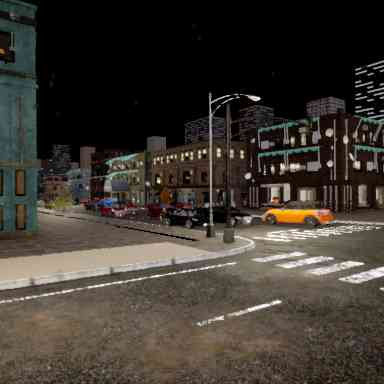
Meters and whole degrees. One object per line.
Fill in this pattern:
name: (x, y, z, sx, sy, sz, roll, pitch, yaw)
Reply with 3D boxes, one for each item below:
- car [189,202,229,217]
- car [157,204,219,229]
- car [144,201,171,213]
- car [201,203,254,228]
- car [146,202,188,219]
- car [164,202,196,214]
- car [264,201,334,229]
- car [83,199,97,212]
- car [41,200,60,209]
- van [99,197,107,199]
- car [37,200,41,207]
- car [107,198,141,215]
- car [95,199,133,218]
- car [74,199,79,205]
car: (1.736, 1.810, 35.496, 2.008, 1.369, 4.403, -2, 0, -35)
car: (-0.381, 1.815, 23.774, 1.947, 1.339, 4.313, -1, 0, -35)
car: (-4.659, 1.967, 44.531, 1.802, 1.307, 4.206, -1, 0, -35)
car: (2.447, 1.735, 24.495, 1.812, 1.442, 4.674, -1, 0, -37)
car: (-2.663, 1.875, 31.710, 1.994, 1.385, 4.181, -1, 0, -35)
car: (-1.462, 1.904, 40.014, 1.802, 1.307, 4.206, -2, 0, -35)
car: (7.283, 1.483, 23.169, 2.097, 1.767, 4.553, 0, -1, -42)
car: (-13.798, 2.075, 47.502, 2.033, 1.411, 5.357, -1, 0, -35)
car: (-24.195, 2.234, 57.618, 1.752, 1.417, 4.829, -1, 0, -35)
van: (-14.260, 1.908, 58.083, 1.690, 1.788, 3.998, -1, 0, -35)
car: (-30.690, 2.377, 66.793, 2.008, 1.369, 4.403, -1, 0, -35)
car: (-7.819, 1.765, 38.995, 2.097, 1.767, 4.553, -1, 0, -35)
car: (-8.303, 1.847, 35.169, 1.967, 1.590, 4.097, -1, 0, -35)
car: (-27.049, 2.365, 76.154, 1.947, 1.339, 4.313, -1, 0, -35)
